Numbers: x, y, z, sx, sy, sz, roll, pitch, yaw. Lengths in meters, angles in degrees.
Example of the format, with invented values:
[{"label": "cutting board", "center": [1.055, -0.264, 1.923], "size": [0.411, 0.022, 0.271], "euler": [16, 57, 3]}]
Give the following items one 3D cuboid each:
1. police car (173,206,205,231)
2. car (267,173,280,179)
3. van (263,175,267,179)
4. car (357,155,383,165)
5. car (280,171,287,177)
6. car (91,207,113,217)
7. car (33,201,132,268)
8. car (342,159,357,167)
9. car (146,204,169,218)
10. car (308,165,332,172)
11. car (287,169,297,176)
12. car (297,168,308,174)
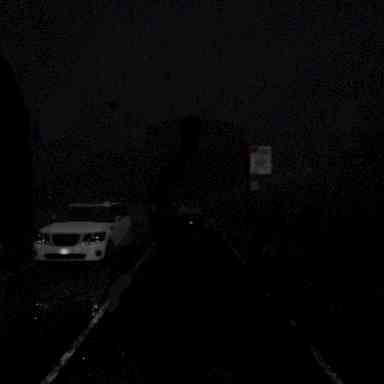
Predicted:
[{"label": "police car", "center": [-0.271, 1.797, 23.626], "size": [1.930, 1.638, 5.238], "euler": [0, -1, -5]}, {"label": "car", "center": [20.958, -3.655, 82.792], "size": [2.231, 1.521, 4.892], "euler": [0, 0, -1]}, {"label": "van", "center": [20.845, -3.875, 88.189], "size": [1.878, 1.987, 4.442], "euler": [0, 0, -1]}, {"label": "car", "center": [21.892, -3.579, 38.634], "size": [2.231, 1.521, 4.892], "euler": [0, 0, -1]}, {"label": "car", "center": [21.190, -3.780, 71.778], "size": [2.185, 1.767, 4.553], "euler": [0, 0, -1]}, {"label": "car", "center": [-14.151, 3.079, 52.109], "size": [1.812, 1.442, 4.674], "euler": [0, -3, -35]}, {"label": "car", "center": [-3.611, 1.367, 12.152], "size": [2.150, 2.045, 5.566], "euler": [0, -1, 0]}, {"label": "car", "center": [21.768, -3.603, 44.153], "size": [2.231, 1.521, 4.892], "euler": [0, 0, -1]}, {"label": "car", "center": [-4.317, 2.260, 41.108], "size": [2.097, 1.767, 4.553], "euler": [0, -2, -19]}, {"label": "car", "center": [21.539, -3.753, 55.091], "size": [2.185, 1.767, 4.553], "euler": [0, 0, -1]}, {"label": "car", "center": [21.305, -3.774, 66.259], "size": [2.185, 1.767, 4.553], "euler": [0, 0, -1]}, {"label": "car", "center": [21.424, -3.598, 60.584], "size": [2.002, 1.452, 4.674], "euler": [0, 0, -1]}]
